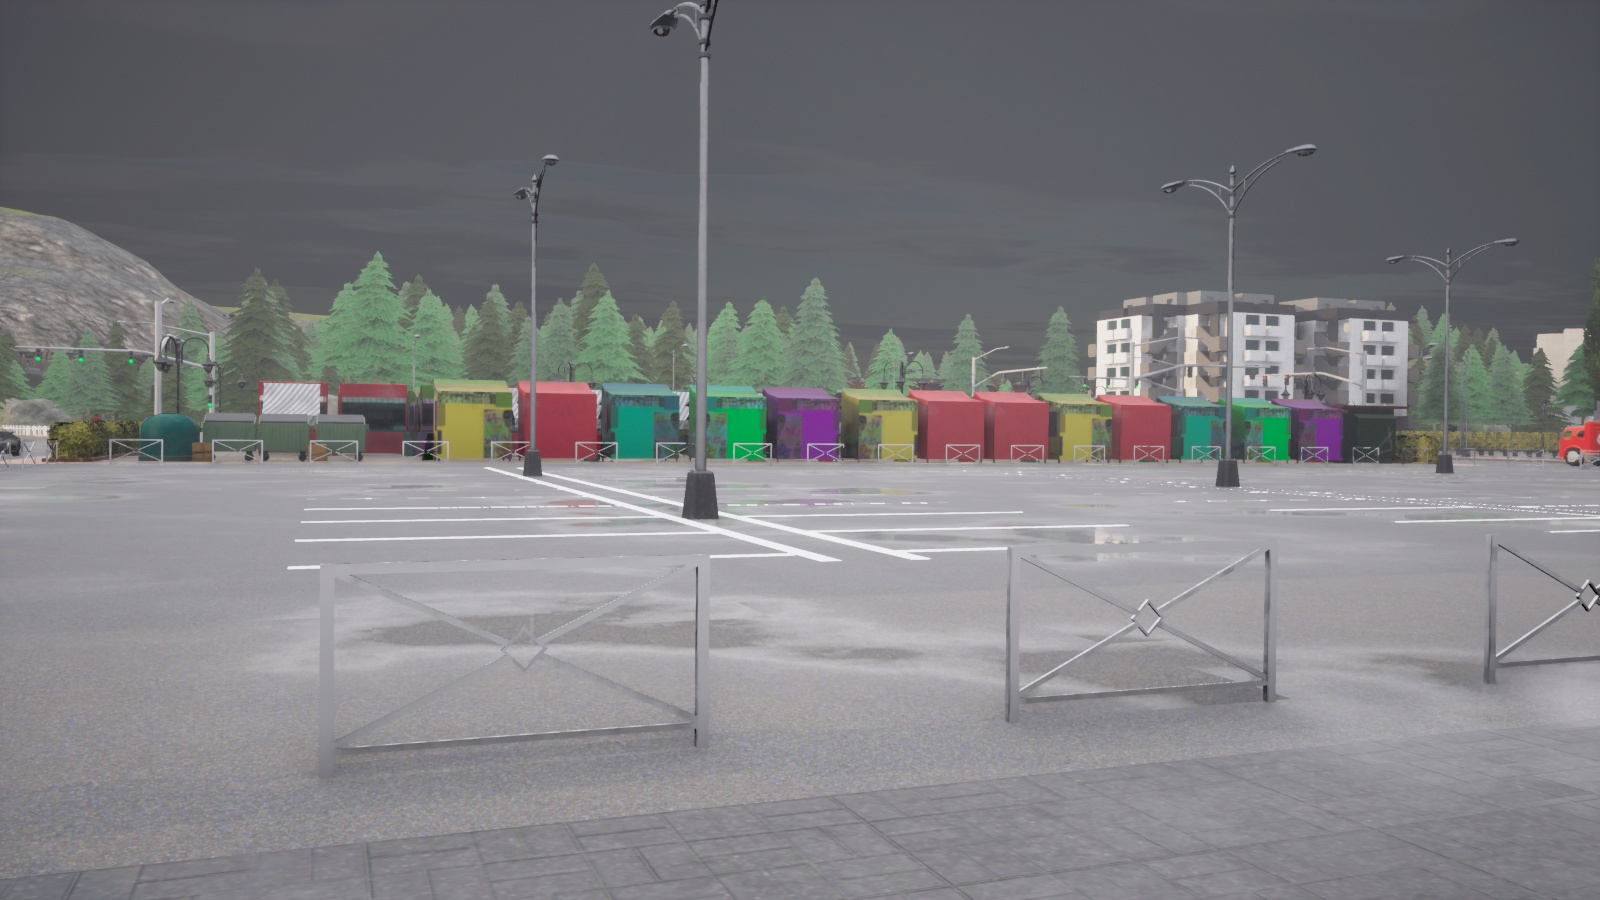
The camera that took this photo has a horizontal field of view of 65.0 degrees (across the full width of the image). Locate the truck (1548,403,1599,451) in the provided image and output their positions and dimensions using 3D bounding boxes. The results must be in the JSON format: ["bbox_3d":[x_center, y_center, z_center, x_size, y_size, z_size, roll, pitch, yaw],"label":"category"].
[{"bbox_3d":[42.949,-1.232,66.518,2.627,2.467,5.204,-1,1,-19],"label":"truck"}]

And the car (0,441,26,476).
[{"bbox_3d":[-33.188,0.332,51.188,1.994,1.385,4.181,-1,1,-21],"label":"car"}]
